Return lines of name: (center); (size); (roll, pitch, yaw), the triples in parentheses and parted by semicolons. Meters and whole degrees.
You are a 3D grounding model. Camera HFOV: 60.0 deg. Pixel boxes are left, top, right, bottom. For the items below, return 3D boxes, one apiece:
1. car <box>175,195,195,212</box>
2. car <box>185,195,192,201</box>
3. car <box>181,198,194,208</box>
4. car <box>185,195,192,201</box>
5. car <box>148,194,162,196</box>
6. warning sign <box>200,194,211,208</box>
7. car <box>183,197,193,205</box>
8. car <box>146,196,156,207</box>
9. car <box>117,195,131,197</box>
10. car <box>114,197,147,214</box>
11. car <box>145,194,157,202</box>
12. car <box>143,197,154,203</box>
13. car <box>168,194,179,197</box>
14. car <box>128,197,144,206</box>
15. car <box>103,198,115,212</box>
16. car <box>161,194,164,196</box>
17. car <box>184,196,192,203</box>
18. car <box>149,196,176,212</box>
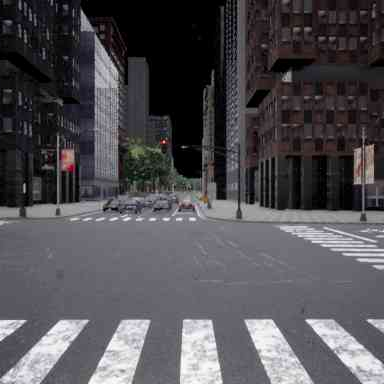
car: (-0.599, 1.447, 38.995); (1.967, 1.590, 4.097); (0, 0, 0)
car: (-0.905, 1.571, 87.819); (1.967, 1.590, 4.097); (0, 0, 0)
car: (-0.667, 1.613, 49.844); (1.802, 1.307, 4.206); (0, 0, 0)
car: (-0.940, 1.693, 93.243); (1.887, 1.381, 4.507); (0, 0, 0)
car: (-6.549, 1.549, 55.571); (1.837, 1.490, 4.892); (0, 0, 0)
warning sign: (1.689, 1.130, 42.679); (1.300, 1.860, 1.060); (0, 0, 0)
car: (-0.735, 1.601, 60.694); (1.887, 1.381, 4.507); (0, 0, 0)
car: (-6.506, 1.585, 45.378); (1.994, 1.385, 4.181); (0, 0, -1)
car: (-9.159, 1.334, 44.370); (2.192, 1.841, 5.009); (0, 0, 0)
car: (-6.446, 1.547, 35.423); (2.033, 1.411, 5.357); (0, 0, -1)
car: (-9.363, 1.415, 76.926); (2.192, 1.841, 5.009); (0, 0, 0)
car: (-9.328, 1.666, 71.499); (1.802, 1.307, 4.206); (0, 0, 0)
car: (-3.423, 1.593, 65.006); (1.812, 1.442, 4.674); (0, 0, 0)
car: (-9.225, 1.568, 55.051); (1.752, 1.417, 4.829); (0, 0, 0)
car: (-9.124, 1.573, 38.944); (1.947, 1.339, 4.313); (0, 0, 0)
car: (-9.431, 1.446, 87.777); (2.192, 1.841, 5.009); (0, 0, 0)
car: (-0.804, 1.610, 71.714); (1.752, 1.417, 4.829); (0, 0, 0)
car: (-3.345, 1.555, 39.099); (2.033, 1.411, 5.357); (0, 0, 1)
